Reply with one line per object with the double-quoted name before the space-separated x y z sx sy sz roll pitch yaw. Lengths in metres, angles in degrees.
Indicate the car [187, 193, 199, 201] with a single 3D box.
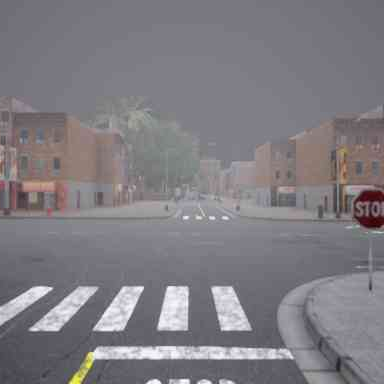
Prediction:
"car" -0.081 1.187 71.437 1.837 1.490 4.892 0 0 0
